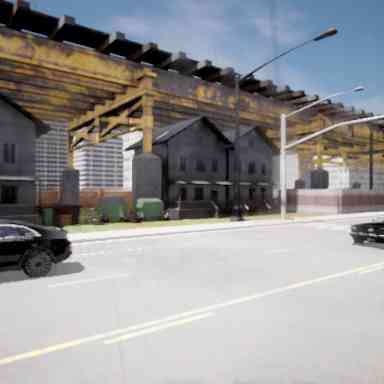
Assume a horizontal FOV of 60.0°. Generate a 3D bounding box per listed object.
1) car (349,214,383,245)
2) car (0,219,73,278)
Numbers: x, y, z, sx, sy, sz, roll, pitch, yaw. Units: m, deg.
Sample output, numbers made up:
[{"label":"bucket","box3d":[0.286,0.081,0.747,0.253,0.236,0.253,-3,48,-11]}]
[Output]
[{"label":"car","box3d":[8.935,1.608,14.559,4.718,1.301,1.895,0,0,-35]},{"label":"car","box3d":[-5.636,1.491,8.560,4.902,1.511,2.128,0,0,-35]}]
